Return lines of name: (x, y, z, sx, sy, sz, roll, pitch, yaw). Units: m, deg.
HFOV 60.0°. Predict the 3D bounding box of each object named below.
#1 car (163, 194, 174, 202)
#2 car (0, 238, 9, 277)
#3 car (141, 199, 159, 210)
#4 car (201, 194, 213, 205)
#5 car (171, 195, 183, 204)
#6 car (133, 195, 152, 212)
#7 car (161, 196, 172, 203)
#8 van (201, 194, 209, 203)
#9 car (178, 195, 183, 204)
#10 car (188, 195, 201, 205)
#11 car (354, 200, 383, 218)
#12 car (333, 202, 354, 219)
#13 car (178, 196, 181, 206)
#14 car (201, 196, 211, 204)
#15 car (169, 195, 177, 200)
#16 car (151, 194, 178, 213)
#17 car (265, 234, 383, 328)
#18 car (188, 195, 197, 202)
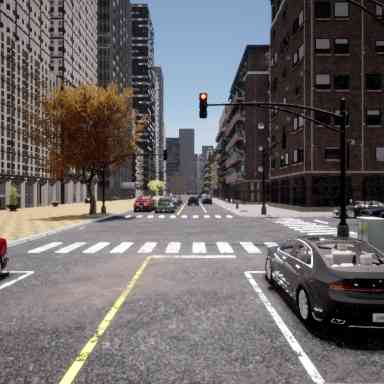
car: (-5.508, 1.386, 77.973, 2.192, 1.841, 5.009, 0, 0, 0)
car: (-5.675, 1.545, 6.925, 1.887, 1.381, 4.507, 0, 0, 0)
car: (-5.586, 1.592, 44.836, 1.947, 1.339, 4.313, 0, 0, 0)
car: (2.834, 1.611, 61.384, 1.947, 1.339, 4.313, 0, 0, 0)
car: (-2.889, 1.402, 65.096, 2.097, 1.767, 4.553, 0, 0, 1)
car: (-5.600, 1.336, 39.313, 2.192, 1.841, 5.009, 0, 0, 0)
car: (-5.521, 1.627, 72.451, 1.947, 1.339, 4.313, 0, 0, 0)
van: (2.860, 1.402, 72.431, 1.690, 1.788, 3.998, 0, 0, 0)
car: (-2.959, 1.529, 55.291, 2.128, 1.511, 4.902, 0, 0, 0)
car: (0.238, 1.546, 58.424, 1.837, 1.490, 4.892, 0, 0, 0)
car: (14.936, 1.327, 23.691, 5.357, 1.411, 2.033, -1, 0, 3)
car: (13.487, 1.350, 26.286, 4.403, 1.369, 2.008, -1, 1, 0)
car: (-2.990, 1.629, 45.979, 1.895, 1.301, 4.718, 0, 0, 0)
car: (2.847, 1.578, 67.077, 1.752, 1.417, 4.829, 0, 0, 0)
car: (-5.469, 1.654, 94.542, 2.008, 1.369, 4.403, 0, 0, 0)
car: (-2.985, 1.371, 36.995, 2.097, 1.767, 4.553, 0, 0, -1)
car: (2.705, 1.551, 6.905, 2.008, 1.369, 4.403, 0, 0, 0)
car: (0.186, 1.597, 78.875, 2.128, 1.511, 4.902, 0, 0, 0)
